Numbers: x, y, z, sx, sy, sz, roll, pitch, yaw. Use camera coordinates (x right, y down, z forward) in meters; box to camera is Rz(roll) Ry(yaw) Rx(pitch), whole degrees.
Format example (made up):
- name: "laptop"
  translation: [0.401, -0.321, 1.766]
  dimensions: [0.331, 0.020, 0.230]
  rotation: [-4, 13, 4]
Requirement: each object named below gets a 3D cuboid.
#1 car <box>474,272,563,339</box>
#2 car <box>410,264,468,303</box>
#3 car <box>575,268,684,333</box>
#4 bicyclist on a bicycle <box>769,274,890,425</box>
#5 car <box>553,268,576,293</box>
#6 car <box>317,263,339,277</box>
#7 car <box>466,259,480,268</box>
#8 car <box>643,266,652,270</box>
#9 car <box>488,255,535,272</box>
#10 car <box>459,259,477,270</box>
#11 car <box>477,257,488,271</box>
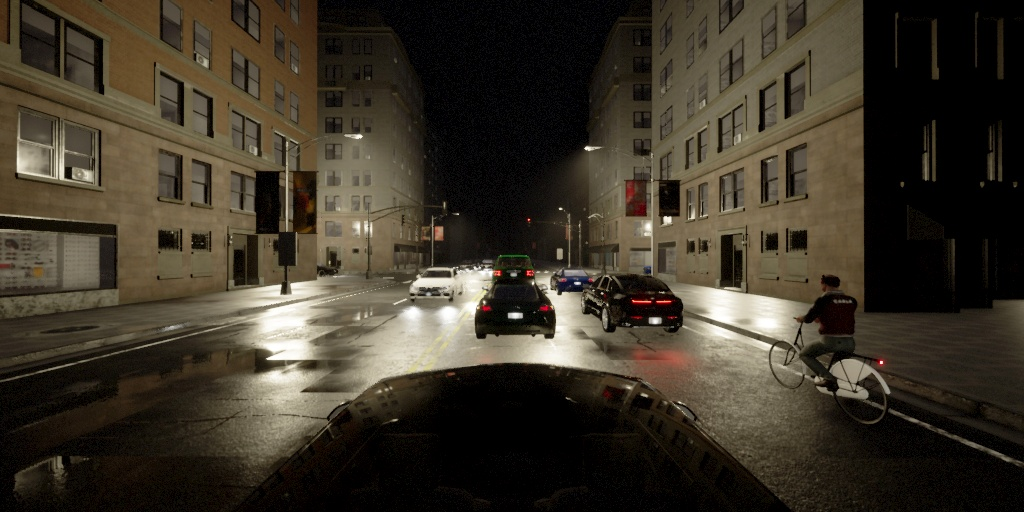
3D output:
- name: "car"
  translation: [0.086, 1.315, 10.099]
  dimensions: [1.994, 1.385, 4.181]
  rotation: [0, 0, 0]
- name: "car"
  translation: [-3.398, 1.279, 16.898]
  dimensions: [1.812, 1.442, 4.674]
  rotation: [0, 0, 0]
- name: "car"
  translation: [3.335, 1.256, 10.766]
  dimensions: [1.837, 1.490, 4.892]
  rotation: [0, 0, 0]
- name: "bicyclist on a bicycle"
  translation: [4.140, 1.121, 4.868]
  dimensions: [0.659, 1.776, 1.843]
  rotation: [0, 0, 0]
- name: "car"
  translation: [3.227, 1.319, 19.662]
  dimensions: [1.994, 1.385, 4.181]
  rotation: [0, 0, 0]
- name: "car"
  translation: [-19.186, 1.301, 34.807]
  dimensions: [4.181, 1.385, 1.994]
  rotation: [0, 0, 0]
- name: "car"
  translation: [-6.648, 1.278, 61.329]
  dimensions: [1.837, 1.490, 4.892]
  rotation: [0, 0, 0]
- name: "car"
  translation: [16.360, 1.292, 37.658]
  dimensions: [5.008, 1.535, 1.882]
  rotation: [0, 0, 0]
- name: "car"
  translation: [0.078, 0.976, 19.512]
  dimensions: [2.150, 2.045, 5.566]
  rotation: [0, 0, 0]
- name: "car"
  translation: [-6.650, 1.296, 52.318]
  dimensions: [1.812, 1.442, 4.674]
  rotation: [0, 0, 0]
- name: "car"
  translation: [-3.402, 1.261, 51.063]
  dimensions: [2.128, 1.511, 4.902]
  rotation: [0, 0, 0]
